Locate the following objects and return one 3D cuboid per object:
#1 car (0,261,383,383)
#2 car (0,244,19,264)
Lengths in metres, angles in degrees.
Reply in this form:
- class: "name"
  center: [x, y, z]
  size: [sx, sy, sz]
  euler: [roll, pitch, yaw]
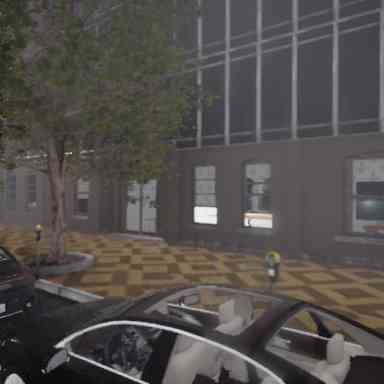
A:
- class: "car"
  center: [-0.019, 1.537, 2.889]
  size: [4.403, 1.369, 2.008]
  euler: [1, 0, 35]
- class: "car"
  center: [-4.661, 1.488, 6.184]
  size: [4.403, 1.369, 2.008]
  euler: [1, 0, 35]
